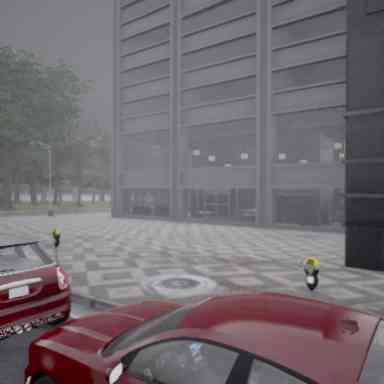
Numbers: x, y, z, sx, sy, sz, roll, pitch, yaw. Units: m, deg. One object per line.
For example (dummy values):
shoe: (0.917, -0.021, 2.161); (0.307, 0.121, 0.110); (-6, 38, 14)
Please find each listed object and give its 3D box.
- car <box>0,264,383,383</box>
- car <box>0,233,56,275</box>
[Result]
car: (0.433, 1.541, 2.652); (4.507, 1.381, 1.887); (0, 0, 35)
car: (-4.006, 1.422, 5.791); (4.097, 1.590, 1.967); (0, 0, 35)
